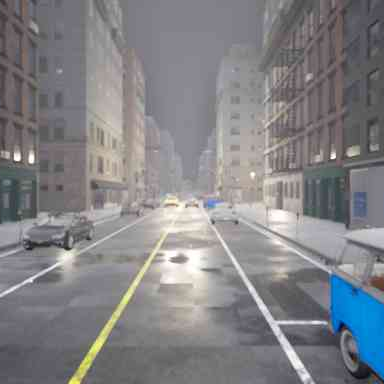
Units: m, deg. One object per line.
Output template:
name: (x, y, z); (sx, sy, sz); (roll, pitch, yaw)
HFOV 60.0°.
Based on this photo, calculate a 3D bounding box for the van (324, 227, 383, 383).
van: (2.635, 1.336, 2.936); (1.690, 1.788, 3.998); (0, 0, 0)

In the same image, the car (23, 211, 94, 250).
car: (-5.399, 1.532, 13.952); (2.008, 1.369, 4.403); (0, 0, 0)

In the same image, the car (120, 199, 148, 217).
car: (-5.412, 1.541, 30.485); (1.802, 1.307, 4.206); (0, 0, 0)

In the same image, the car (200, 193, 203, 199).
car: (2.600, 1.249, 47.024); (2.192, 1.841, 5.009); (0, 0, 0)

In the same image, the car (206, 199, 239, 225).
car: (2.208, 1.493, 23.840); (1.812, 1.442, 4.674); (0, 0, 0)

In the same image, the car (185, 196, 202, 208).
car: (0.003, 1.536, 46.089); (1.895, 1.301, 4.718); (0, 0, 1)

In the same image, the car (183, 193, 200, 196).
car: (-0.046, 1.406, 57.377); (2.128, 1.511, 4.902); (0, 0, 0)

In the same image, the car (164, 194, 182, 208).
car: (-2.826, 1.412, 47.006); (1.882, 1.535, 5.008); (0, 0, 1)

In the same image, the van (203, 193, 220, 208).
van: (2.605, 1.283, 41.513); (1.690, 1.788, 3.998); (0, 0, 0)

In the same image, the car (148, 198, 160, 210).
car: (-5.420, 1.488, 41.507); (1.887, 1.381, 4.507); (0, 0, 0)
